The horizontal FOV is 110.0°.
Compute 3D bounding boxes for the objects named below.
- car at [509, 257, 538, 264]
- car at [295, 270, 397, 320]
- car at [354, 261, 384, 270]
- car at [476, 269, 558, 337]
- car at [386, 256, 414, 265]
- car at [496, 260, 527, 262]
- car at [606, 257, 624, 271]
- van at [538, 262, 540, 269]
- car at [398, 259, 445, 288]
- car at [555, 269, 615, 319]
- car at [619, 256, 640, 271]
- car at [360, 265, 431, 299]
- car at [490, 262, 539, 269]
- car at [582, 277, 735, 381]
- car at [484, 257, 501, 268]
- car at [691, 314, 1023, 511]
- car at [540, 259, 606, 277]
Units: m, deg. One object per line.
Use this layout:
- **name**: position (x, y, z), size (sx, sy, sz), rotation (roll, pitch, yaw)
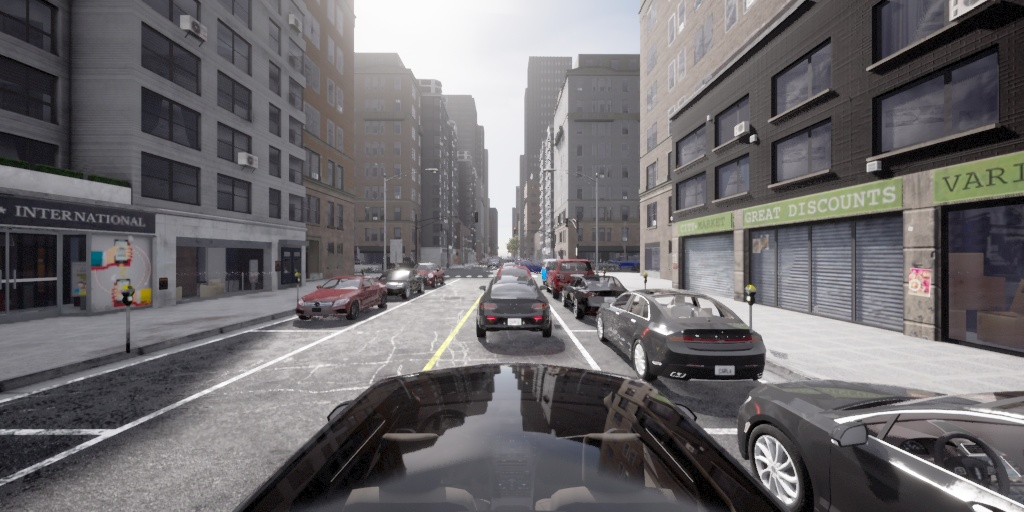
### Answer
- **car**: position (2.438, 1.217, 40.350), size (5.008, 1.535, 1.882), rotation (0, 0, 0)
- **car**: position (-5.673, 1.332, 12.504), size (1.802, 1.307, 4.207), rotation (0, 0, 0)
- **car**: position (-17.194, 1.288, 40.250), size (4.674, 1.442, 1.812), rotation (0, 0, -1)
- **car**: position (0.032, 1.276, 10.165), size (1.812, 1.442, 4.674), rotation (0, 0, -1)
- **car**: position (-12.860, 0.982, 43.696), size (5.566, 2.045, 2.150), rotation (0, 0, -4)
- **car**: position (0.048, 1.255, 27.746), size (1.837, 1.490, 4.892), rotation (0, 0, 2)
- **car**: position (10.547, 1.228, 43.651), size (4.902, 1.511, 2.128), rotation (0, 0, 0)
- **van**: position (2.846, 1.091, 23.564), size (1.690, 1.789, 3.998), rotation (0, 0, 0)
- **car**: position (-5.680, 1.190, 23.554), size (1.967, 1.591, 4.097), rotation (0, 0, 0)
- **car**: position (2.852, 1.316, 12.517), size (1.948, 1.339, 4.313), rotation (0, 0, 0)
- **car**: position (14.804, 0.960, 47.105), size (5.566, 2.045, 2.150), rotation (0, 0, 1)
- **car**: position (-5.677, 1.316, 18.029), size (1.948, 1.339, 4.313), rotation (0, 0, 0)
- **car**: position (0.089, 1.228, 17.574), size (1.882, 1.535, 5.008), rotation (0, 0, 0)
- **car**: position (2.856, 1.300, 6.993), size (2.007, 1.370, 4.403), rotation (0, 0, 0)
- **car**: position (-3.273, 1.318, 62.081), size (2.033, 1.411, 5.357), rotation (0, 0, -1)
- **car**: position (2.859, 1.300, 1.470), size (2.007, 1.370, 4.403), rotation (0, 0, 0)
- **car**: position (2.849, 1.065, 18.041), size (2.192, 1.841, 5.009), rotation (0, 0, 0)
